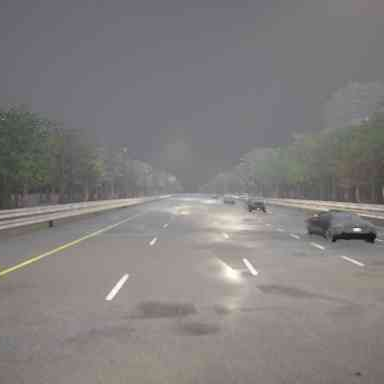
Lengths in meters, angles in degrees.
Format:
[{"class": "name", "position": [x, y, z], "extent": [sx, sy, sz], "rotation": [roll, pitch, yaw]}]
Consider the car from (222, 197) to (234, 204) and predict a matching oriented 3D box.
[{"class": "car", "position": [7.084, 1.628, 64.903], "extent": [1.994, 1.385, 4.181], "rotation": [0, 0, 0]}]

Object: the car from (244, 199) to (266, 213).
[{"class": "car", "position": [7.002, 1.531, 37.368], "extent": [1.837, 1.490, 4.892], "rotation": [0, 0, 0]}]

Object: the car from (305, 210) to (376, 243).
[{"class": "car", "position": [6.992, 1.571, 16.095], "extent": [1.994, 1.385, 4.181], "rotation": [0, 0, 0]}]
